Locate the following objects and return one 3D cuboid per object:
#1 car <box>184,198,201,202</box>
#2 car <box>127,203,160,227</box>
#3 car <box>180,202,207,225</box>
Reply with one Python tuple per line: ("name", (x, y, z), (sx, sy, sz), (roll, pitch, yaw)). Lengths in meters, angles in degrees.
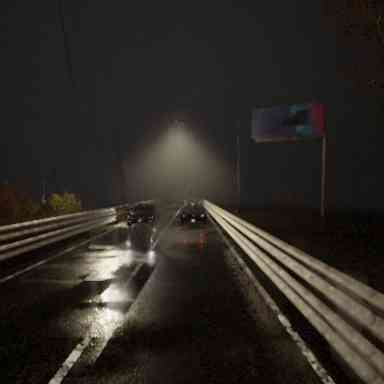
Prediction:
("car", (0.077, 1.507, 41.441), (2.097, 1.767, 4.553), (0, 0, 0))
("car", (-3.354, 1.594, 23.626), (1.837, 1.490, 4.892), (0, 0, 0))
("car", (0.086, 1.696, 25.176), (1.895, 1.301, 4.718), (0, 0, 0))
